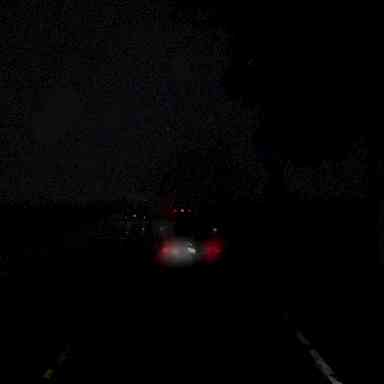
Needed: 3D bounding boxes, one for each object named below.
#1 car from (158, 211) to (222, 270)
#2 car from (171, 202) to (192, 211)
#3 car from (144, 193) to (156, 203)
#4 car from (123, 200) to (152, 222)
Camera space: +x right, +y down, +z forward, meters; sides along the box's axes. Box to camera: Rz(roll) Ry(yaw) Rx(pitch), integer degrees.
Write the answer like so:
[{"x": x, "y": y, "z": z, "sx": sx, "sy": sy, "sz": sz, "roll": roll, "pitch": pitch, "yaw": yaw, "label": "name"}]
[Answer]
[{"x": -0.095, "y": 1.589, "z": 11.139, "sx": 2.033, "sy": 1.411, "sz": 5.357, "roll": 0, "pitch": 0, "yaw": -1, "label": "car"}, {"x": -0.993, "y": 1.645, "z": 30.781, "sx": 2.033, "sy": 1.411, "sz": 5.357, "roll": 0, "pitch": 0, "yaw": -4, "label": "car"}, {"x": -8.619, "y": 1.222, "z": 68.678, "sx": 2.150, "sy": 2.045, "sz": 5.566, "roll": 0, "pitch": 0, "yaw": -8, "label": "car"}, {"x": -4.507, "y": 1.655, "z": 27.552, "sx": 1.994, "sy": 1.385, "sz": 4.181, "roll": 0, "pitch": 0, "yaw": -3, "label": "car"}]
